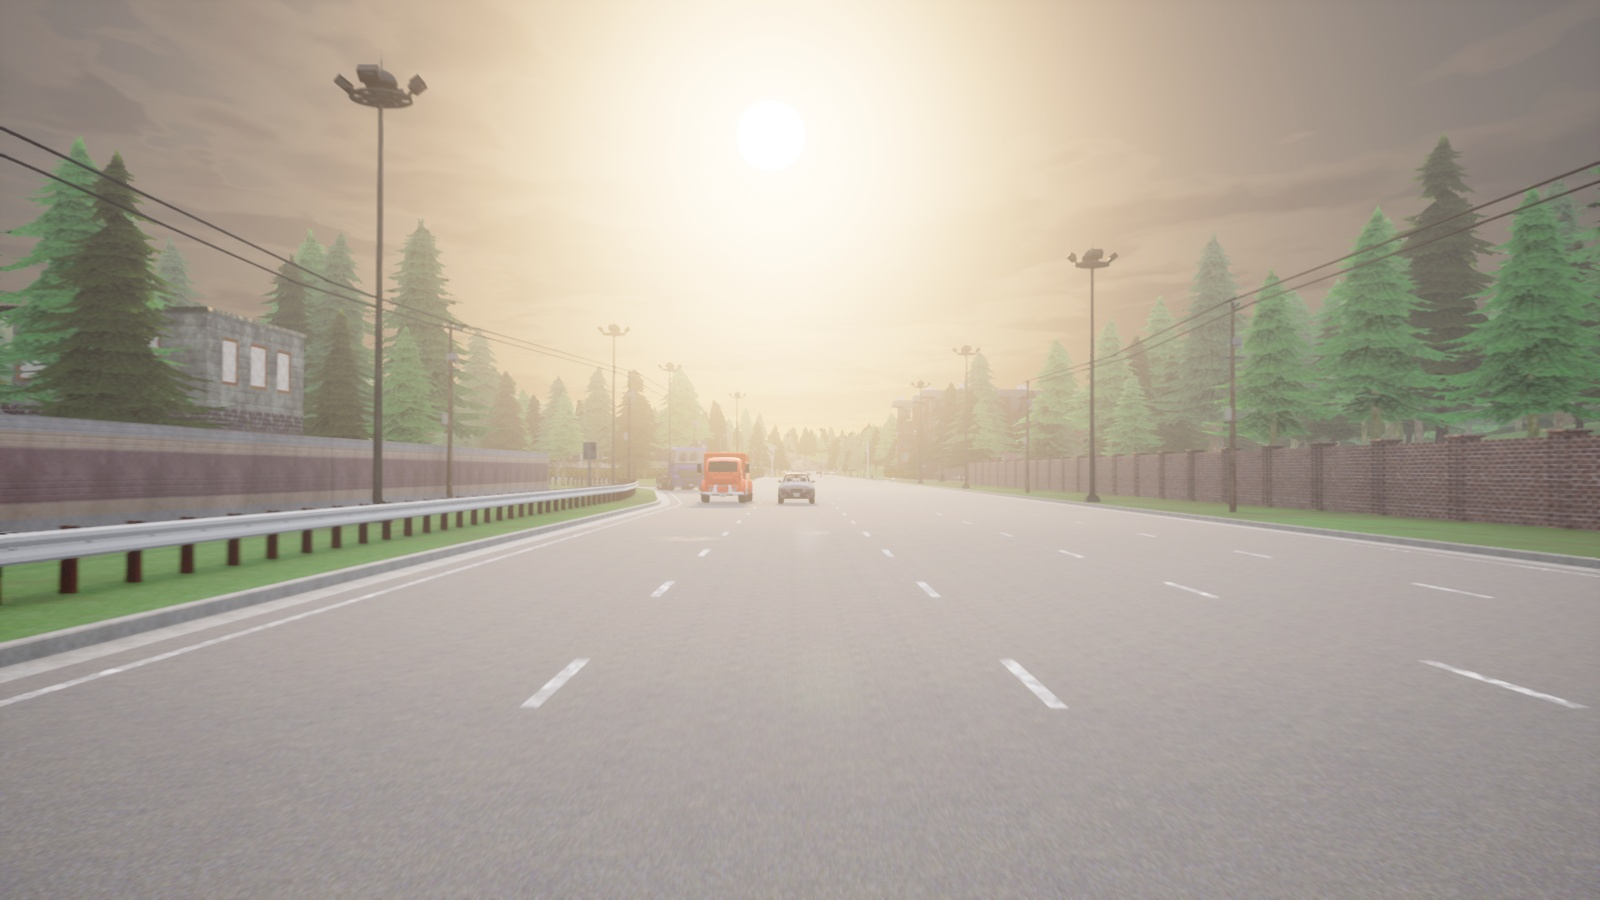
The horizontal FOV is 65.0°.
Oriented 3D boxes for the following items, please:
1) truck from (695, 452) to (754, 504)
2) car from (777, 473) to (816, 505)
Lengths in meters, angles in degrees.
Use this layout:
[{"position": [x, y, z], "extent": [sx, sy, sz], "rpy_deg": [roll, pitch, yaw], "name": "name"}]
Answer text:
[{"position": [-3.668, 1.384, 62.411], "extent": [2.627, 2.467, 5.204], "rpy_deg": [0, -1, 0], "name": "truck"}, {"position": [-0.162, 1.843, 60.804], "extent": [1.816, 1.474, 4.193], "rpy_deg": [0, -1, 0], "name": "car"}]
